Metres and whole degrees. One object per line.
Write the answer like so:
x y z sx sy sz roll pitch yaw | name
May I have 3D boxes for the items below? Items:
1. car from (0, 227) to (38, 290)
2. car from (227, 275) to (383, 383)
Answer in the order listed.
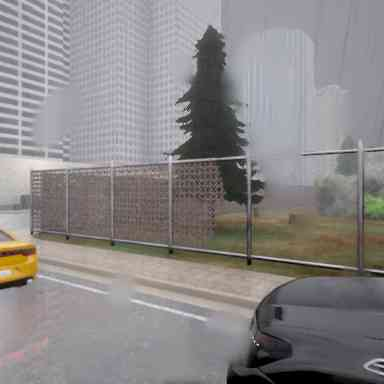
-5.766 1.477 8.075 5.008 1.535 1.882 0 0 35 | car
2.953 1.222 1.930 5.566 2.045 2.150 0 0 35 | car
